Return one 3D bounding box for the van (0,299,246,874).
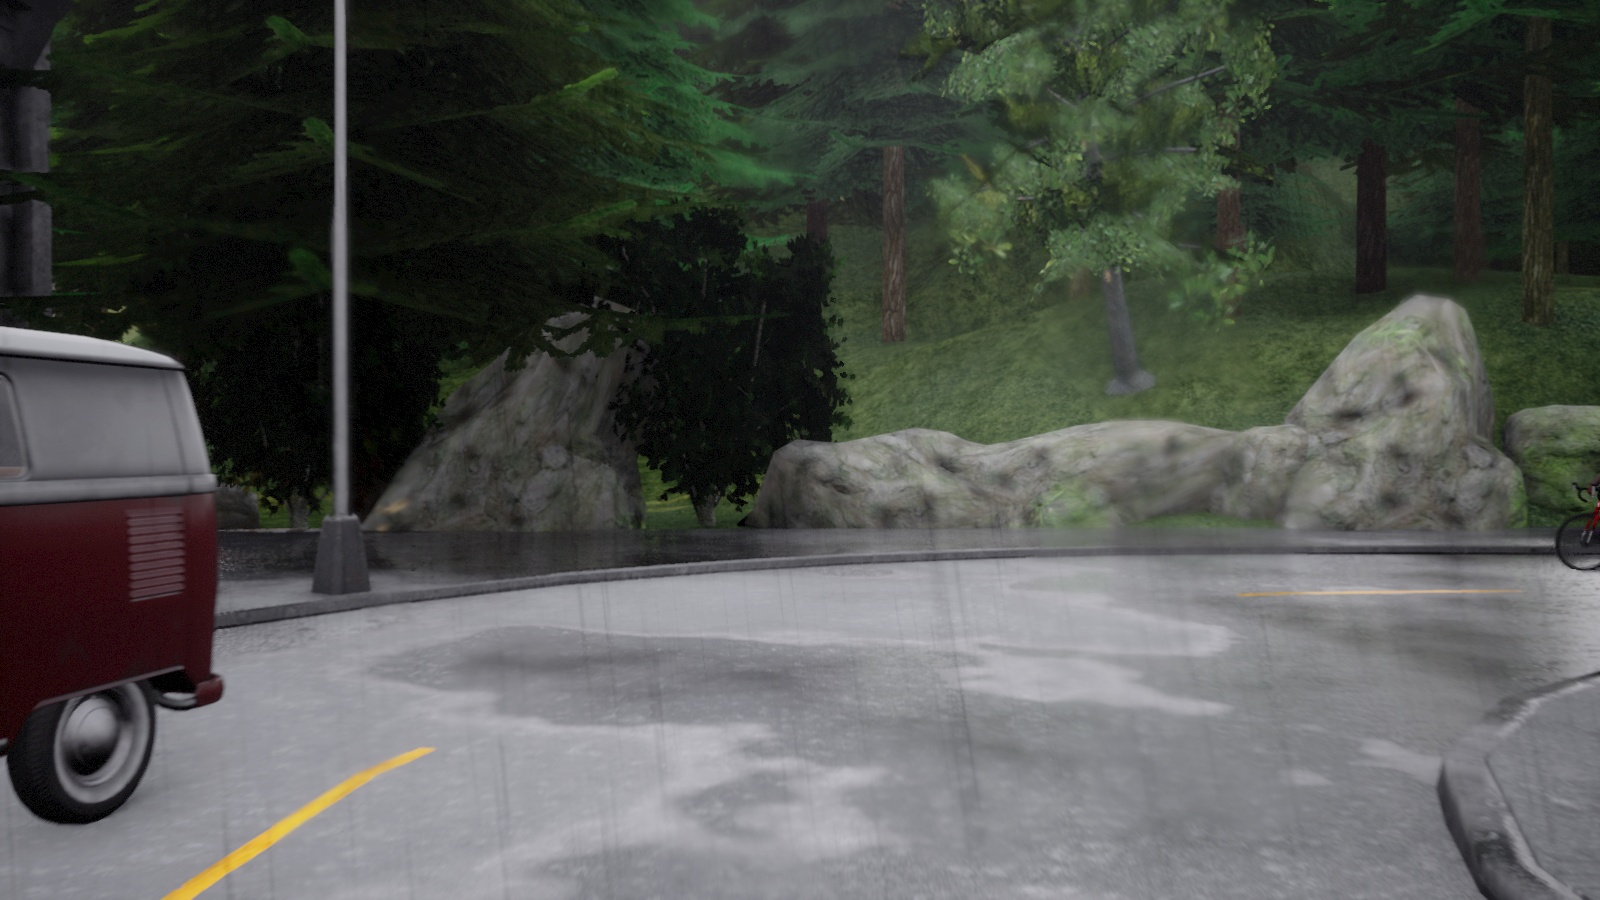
[{"bbox_3d":[-3.788,0.476,3.677,1.775,1.987,4.442,0,0,10],"label":"van"}]

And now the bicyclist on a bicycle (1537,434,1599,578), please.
[{"bbox_3d":[9.496,0.625,14.480,1.656,1.620,0.582,0,1,-1],"label":"bicyclist on a bicycle"}]
